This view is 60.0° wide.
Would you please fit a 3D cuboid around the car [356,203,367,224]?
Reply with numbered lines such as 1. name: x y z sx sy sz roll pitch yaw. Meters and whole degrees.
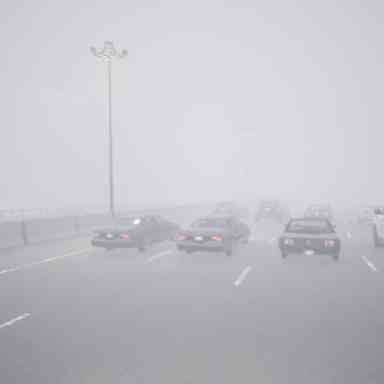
1. car: 13.022 1.471 24.067 1.812 1.442 4.674 -1 0 26

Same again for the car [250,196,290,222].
1. car: 6.549 1.418 26.775 2.097 1.767 4.553 -1 -1 25

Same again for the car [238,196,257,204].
1. car: 12.509 1.759 74.295 1.882 1.535 5.008 -1 0 39

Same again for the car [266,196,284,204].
1. car: 17.266 1.693 69.092 1.812 1.442 4.674 -1 0 39

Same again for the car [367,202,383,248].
1. car: 7.667 1.165 11.244 2.150 2.045 5.566 -1 0 20

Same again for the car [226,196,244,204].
1. car: 9.944 1.816 76.688 1.882 1.535 5.008 -1 0 39

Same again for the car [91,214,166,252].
1. car: -2.212 1.681 14.781 2.033 1.411 5.357 -1 0 20

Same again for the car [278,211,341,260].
1. car: 4.417 1.611 12.520 1.895 1.301 4.718 -1 0 20

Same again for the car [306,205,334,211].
1. car: 9.730 1.608 25.310 1.895 1.301 4.718 -1 0 25

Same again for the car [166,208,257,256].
1. car: 1.081 1.619 13.597 2.033 1.411 5.357 -1 0 20

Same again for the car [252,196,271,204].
1. car: 15.069 1.701 71.906 1.882 1.535 5.008 -1 0 39

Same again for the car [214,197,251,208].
1. car: 3.381 1.480 28.262 2.097 1.767 4.553 -1 -1 25
